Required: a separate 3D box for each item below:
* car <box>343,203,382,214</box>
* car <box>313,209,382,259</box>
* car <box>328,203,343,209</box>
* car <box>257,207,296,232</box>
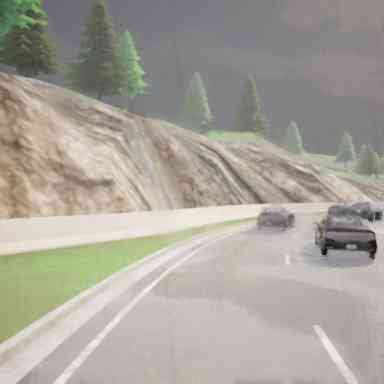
[{"bbox_3d":[16.084,1.776,30.859,2.097,1.767,4.553,0,-1,41],"label":"car"},{"bbox_3d":[6.122,1.671,13.620,2.128,1.511,4.902,0,-1,17],"label":"car"},{"bbox_3d":[16.876,1.979,36.989,4.902,1.511,2.128,1,-1,-43],"label":"car"},{"bbox_3d":[5.780,1.750,22.475,2.128,1.511,4.902,0,-1,26],"label":"car"}]
